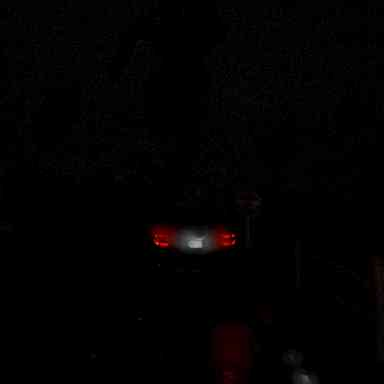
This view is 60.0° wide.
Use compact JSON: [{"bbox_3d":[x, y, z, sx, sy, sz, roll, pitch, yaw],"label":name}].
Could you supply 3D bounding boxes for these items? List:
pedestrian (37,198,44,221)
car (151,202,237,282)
[{"bbox_3d":[-12.155,1.399,26.664,0.375,1.860,0.375,0,-2,0],"label":"pedestrian"},{"bbox_3d":[-0.029,1.322,10.262,2.150,2.045,5.566,0,-1,-2],"label":"car"}]
